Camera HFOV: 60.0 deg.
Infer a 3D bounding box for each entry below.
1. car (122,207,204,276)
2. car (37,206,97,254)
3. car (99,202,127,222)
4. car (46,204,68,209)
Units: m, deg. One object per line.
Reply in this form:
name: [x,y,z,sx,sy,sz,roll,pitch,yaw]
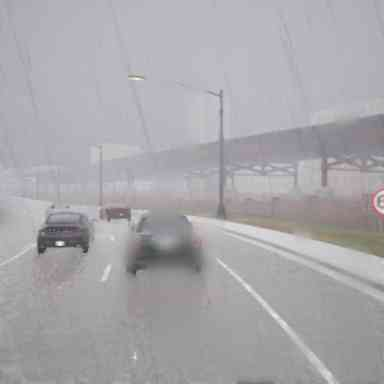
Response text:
car: [-0.988,1.395,10.771,2.097,1.767,4.553,0,0,-9]
car: [-5.198,1.581,14.101,1.837,1.490,4.892,0,0,-13]
car: [-6.529,1.608,27.918,1.882,1.535,5.008,0,0,-25]
car: [-12.858,1.803,32.084,1.895,1.301,4.718,-1,0,-32]
